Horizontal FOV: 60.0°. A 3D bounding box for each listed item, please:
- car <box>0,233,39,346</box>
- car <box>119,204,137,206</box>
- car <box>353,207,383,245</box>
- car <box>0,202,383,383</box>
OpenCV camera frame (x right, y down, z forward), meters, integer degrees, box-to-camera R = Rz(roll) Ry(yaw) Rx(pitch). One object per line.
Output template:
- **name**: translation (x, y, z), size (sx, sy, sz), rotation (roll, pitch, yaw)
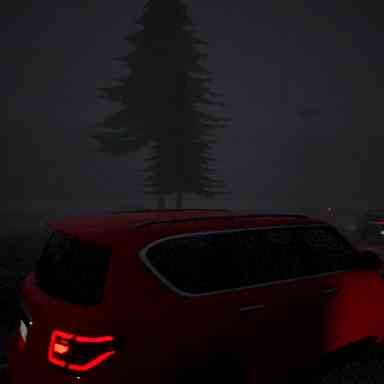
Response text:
- **car**: translation (-5.167, 1.527, 4.481), size (5.357, 1.411, 2.033), rotation (1, 0, -34)
- **car**: translation (-5.510, 1.675, 27.670), size (4.181, 1.385, 1.994), rotation (1, -1, -33)
- **car**: translation (9.767, 1.676, 17.501), size (2.128, 1.511, 4.902), rotation (1, 0, 23)
- **car**: translation (0.793, 1.254, 4.320), size (5.566, 2.045, 2.150), rotation (0, 0, -35)
